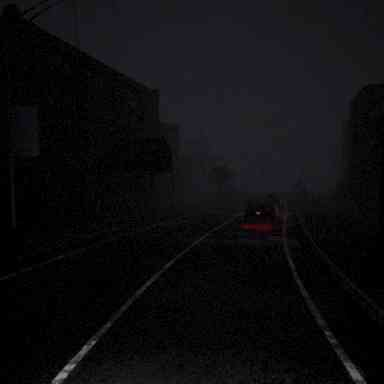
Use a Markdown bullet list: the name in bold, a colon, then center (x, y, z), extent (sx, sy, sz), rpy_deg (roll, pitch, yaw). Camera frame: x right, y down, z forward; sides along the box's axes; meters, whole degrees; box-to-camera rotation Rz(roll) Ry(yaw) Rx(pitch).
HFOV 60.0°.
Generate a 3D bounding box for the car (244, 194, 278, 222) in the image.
- **car**: center (4.793, 1.132, 23.136), extent (1.882, 1.535, 5.008), rpy_deg (2, 1, 15)

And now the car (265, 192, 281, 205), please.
- **car**: center (9.493, 0.718, 39.673), extent (2.128, 1.511, 4.902), rpy_deg (2, 2, 16)
